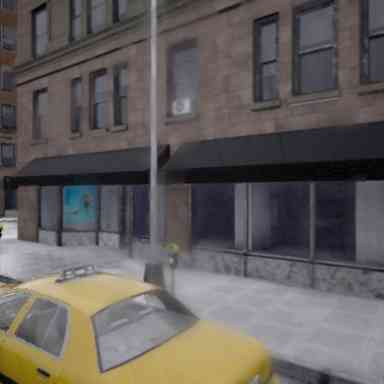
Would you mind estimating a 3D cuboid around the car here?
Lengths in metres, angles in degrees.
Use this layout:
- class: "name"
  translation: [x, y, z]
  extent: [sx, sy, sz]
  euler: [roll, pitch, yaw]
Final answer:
- class: "car"
  translation: [-1.487, 1.523, 3.871]
  extent: [4.829, 1.417, 1.752]
  euler: [0, 0, 36]
